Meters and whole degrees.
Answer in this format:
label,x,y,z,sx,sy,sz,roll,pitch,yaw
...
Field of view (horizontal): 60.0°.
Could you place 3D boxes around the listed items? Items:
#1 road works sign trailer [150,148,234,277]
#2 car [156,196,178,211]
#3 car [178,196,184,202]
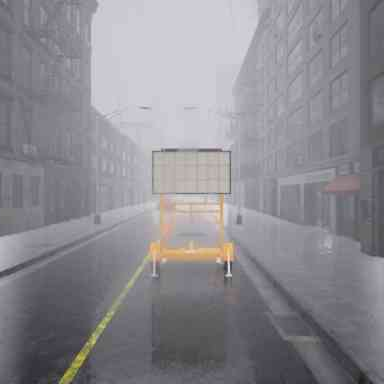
label,x,y,z,sx,sy,sz,roll,pitch,yaw
road works sign trailer,-0.012,0.467,10.273,2.380,3.560,2.880,0,0,0
car,-3.153,1.395,40.473,2.097,1.767,4.553,0,0,0
car,-3.110,1.691,84.324,1.812,1.442,4.674,0,0,0
